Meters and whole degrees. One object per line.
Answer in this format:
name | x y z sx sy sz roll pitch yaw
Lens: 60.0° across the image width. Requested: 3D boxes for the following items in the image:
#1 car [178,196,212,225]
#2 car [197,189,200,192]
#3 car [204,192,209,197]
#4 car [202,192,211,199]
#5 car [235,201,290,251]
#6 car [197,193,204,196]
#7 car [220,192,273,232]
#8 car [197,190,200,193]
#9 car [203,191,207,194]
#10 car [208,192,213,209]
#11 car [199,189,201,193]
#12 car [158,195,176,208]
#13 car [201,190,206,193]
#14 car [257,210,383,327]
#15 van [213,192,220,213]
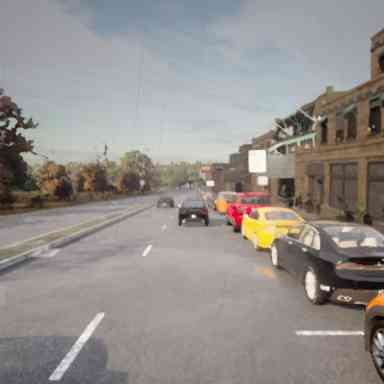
car | 0.088 1.272 22.153 1.882 1.535 5.008 0 0 0
car | 3.163 0.641 90.669 2.231 1.521 4.892 0 1 0
car | 3.201 1.089 46.472 2.002 1.452 4.674 0 1 0
car | 3.185 0.788 74.286 1.946 1.575 5.366 0 1 0
car | 3.218 1.354 13.445 2.097 1.535 5.008 0 1 0
car | 0.078 1.167 40.961 2.033 1.411 5.357 0 1 0
car | 3.215 1.053 18.875 2.435 2.045 5.566 0 1 0
car | 3.168 0.692 85.143 2.231 1.521 4.892 0 1 0
car | 3.197 0.999 51.992 2.231 1.521 4.892 0 1 0
car | 3.207 1.025 35.517 2.185 1.767 4.553 0 1 0
car | 3.190 0.719 68.542 2.185 1.767 4.553 0 1 0
car | -3.172 1.123 41.146 1.837 1.490 4.892 0 0 0
car | 3.190 0.891 63.234 1.946 1.575 5.366 0 1 0
car | 3.222 1.407 7.919 2.231 1.521 4.892 0 1 0
van | 3.209 0.974 30.139 1.878 1.987 4.442 0 1 0
